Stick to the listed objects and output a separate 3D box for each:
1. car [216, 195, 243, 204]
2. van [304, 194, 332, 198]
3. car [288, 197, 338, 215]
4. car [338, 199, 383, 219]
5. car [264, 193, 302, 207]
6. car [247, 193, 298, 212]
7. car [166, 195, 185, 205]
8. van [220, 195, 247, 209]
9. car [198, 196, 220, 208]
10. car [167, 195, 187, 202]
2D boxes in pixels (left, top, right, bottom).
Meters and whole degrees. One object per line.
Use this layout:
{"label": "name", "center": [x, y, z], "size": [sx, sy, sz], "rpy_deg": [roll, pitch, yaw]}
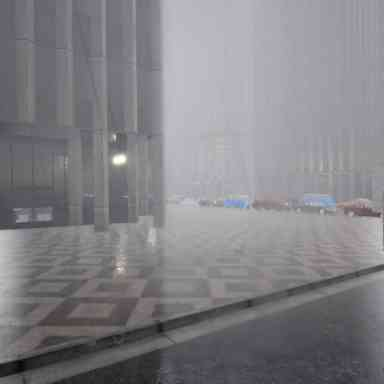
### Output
{"label": "car", "center": [6.325, 1.292, 56.465], "size": [1.752, 1.417, 4.829], "rpy_deg": [-1, 1, -36]}
{"label": "van", "center": [16.056, 1.174, 42.838], "size": [1.690, 1.788, 3.998], "rpy_deg": [-1, 1, -36]}
{"label": "car", "center": [12.324, 1.545, 33.398], "size": [2.008, 1.369, 4.403], "rpy_deg": [-1, 1, -36]}
{"label": "car", "center": [15.538, 1.563, 28.903], "size": [1.887, 1.381, 4.507], "rpy_deg": [-1, 1, -36]}
{"label": "car", "center": [12.845, 1.125, 47.334], "size": [2.192, 1.841, 5.009], "rpy_deg": [-1, 1, -36]}
{"label": "car", "center": [9.109, 1.287, 37.890], "size": [2.192, 1.841, 5.009], "rpy_deg": [-1, 1, -36]}
{"label": "car", "center": [-3.742, 1.435, 55.872], "size": [2.008, 1.369, 4.403], "rpy_deg": [-1, 1, -36]}
{"label": "van", "center": [5.896, 1.291, 42.386], "size": [1.690, 1.788, 3.998], "rpy_deg": [-1, 1, -36]}
{"label": "car", "center": [2.684, 1.368, 46.881], "size": [1.967, 1.590, 4.097], "rpy_deg": [-1, 1, -36]}
{"label": "car", "center": [-3.210, 1.253, 69.815], "size": [2.008, 1.369, 4.403], "rpy_deg": [-1, 1, -36]}
